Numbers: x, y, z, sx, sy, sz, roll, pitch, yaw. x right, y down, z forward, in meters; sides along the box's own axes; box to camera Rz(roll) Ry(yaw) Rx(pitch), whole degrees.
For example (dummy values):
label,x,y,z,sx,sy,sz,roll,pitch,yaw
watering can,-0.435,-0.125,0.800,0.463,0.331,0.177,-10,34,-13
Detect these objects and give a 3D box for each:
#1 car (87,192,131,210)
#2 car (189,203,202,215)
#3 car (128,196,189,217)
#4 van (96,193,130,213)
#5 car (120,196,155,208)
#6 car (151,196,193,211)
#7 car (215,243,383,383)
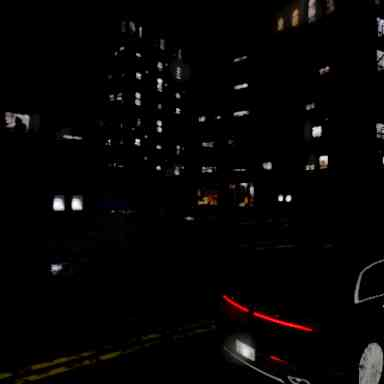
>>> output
label,x,y,z,sx,sy,sz,roll,pitch,yaw
car,-8.917,0.910,35.476,4.553,1.767,2.097,2,0,37
car,-1.412,1.264,29.893,5.008,1.535,1.882,2,0,36
car,-2.858,1.304,27.758,4.403,1.369,2.008,2,-1,37
van,-7.284,0.960,31.056,3.998,1.788,1.690,2,-1,37
car,-6.705,1.182,41.055,4.206,1.307,1.802,2,-1,37
car,-2.269,1.286,37.760,4.403,1.369,2.008,2,-1,37
car,2.606,1.574,5.190,4.892,1.490,1.837,0,0,-35
